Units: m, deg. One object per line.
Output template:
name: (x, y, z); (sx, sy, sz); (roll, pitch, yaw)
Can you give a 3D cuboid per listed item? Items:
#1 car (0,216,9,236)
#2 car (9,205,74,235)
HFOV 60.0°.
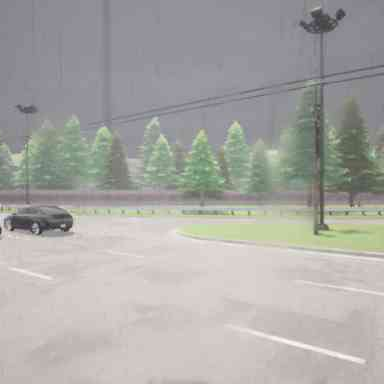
car: (-11.091, 1.571, 16.202); (4.181, 1.385, 1.994); (0, 0, 36)
car: (-8.703, 1.512, 18.799); (4.892, 1.490, 1.837); (0, 0, 36)
